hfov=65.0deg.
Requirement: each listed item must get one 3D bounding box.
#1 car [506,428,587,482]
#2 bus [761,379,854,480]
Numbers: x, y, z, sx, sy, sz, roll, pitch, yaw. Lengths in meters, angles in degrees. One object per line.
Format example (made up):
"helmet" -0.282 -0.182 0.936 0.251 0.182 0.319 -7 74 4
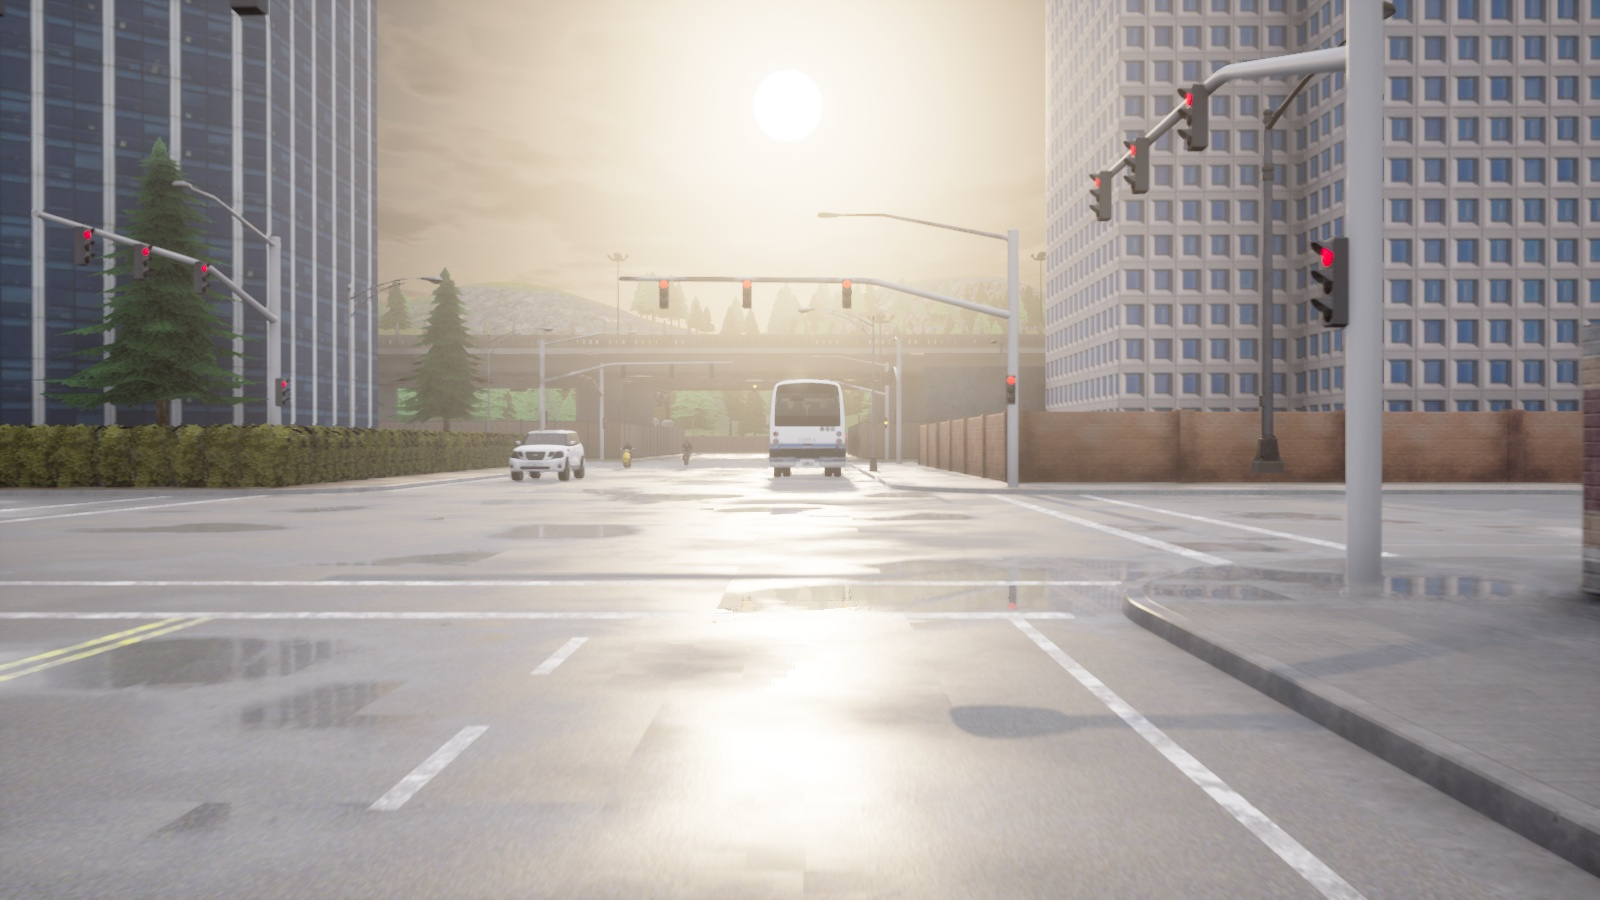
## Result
"car" -10.195 0.169 50.946 2.150 2.045 5.566 0 0 0
"bus" 0.349 -0.959 58.406 3.944 4.253 10.273 0 1 0
